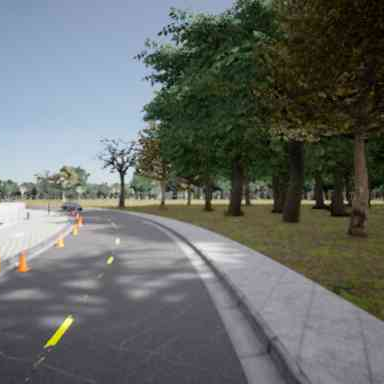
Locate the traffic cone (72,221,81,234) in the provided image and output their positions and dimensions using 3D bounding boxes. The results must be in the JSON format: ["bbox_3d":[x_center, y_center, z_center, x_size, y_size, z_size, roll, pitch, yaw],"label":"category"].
[{"bbox_3d":[-6.902,2.185,19.639,0.340,0.580,0.340,0,-1,-14],"label":"traffic cone"}]

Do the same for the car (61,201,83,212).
[{"bbox_3d":[-17.274,2.096,47.743,1.837,1.490,4.892,1,-1,-38],"label":"car"}]

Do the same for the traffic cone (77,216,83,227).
[{"bbox_3d":[-8.179,2.240,24.331,0.340,0.580,0.340,0,-1,-17],"label":"traffic cone"}]

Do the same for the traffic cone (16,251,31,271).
[{"bbox_3d":[-5.126,2.076,10.079,0.340,0.580,0.340,0,-1,-7],"label":"traffic cone"}]

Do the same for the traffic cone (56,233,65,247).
[{"bbox_3d":[-5.882,2.130,14.883,0.340,0.580,0.340,0,-1,-11],"label":"traffic cone"}]

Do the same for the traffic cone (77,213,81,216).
[{"bbox_3d":[-9.712,2.296,28.947,0.340,0.580,0.340,0,-1,-20],"label":"traffic cone"}]
